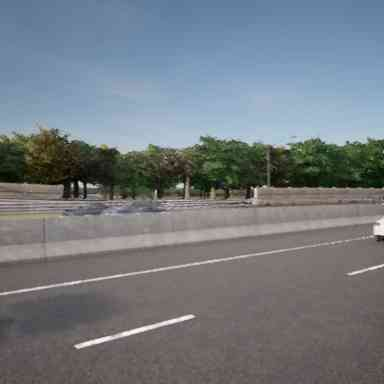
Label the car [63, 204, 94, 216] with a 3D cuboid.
[{"bbox_3d":[-7.304,1.567,24.572,4.181,1.385,1.994,0,0,-35],"label":"car"}]

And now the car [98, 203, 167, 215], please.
[{"bbox_3d":[-2.872,1.567,19.134,4.181,1.385,1.994,0,0,-35],"label":"car"}]

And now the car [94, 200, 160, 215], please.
[{"bbox_3d":[-3.936,1.355,22.673,4.553,1.767,2.097,0,0,-35],"label":"car"}]

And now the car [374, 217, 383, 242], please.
[{"bbox_3d":[10.130,1.531,15.267,4.674,1.442,1.812,0,0,-36],"label":"car"}]
